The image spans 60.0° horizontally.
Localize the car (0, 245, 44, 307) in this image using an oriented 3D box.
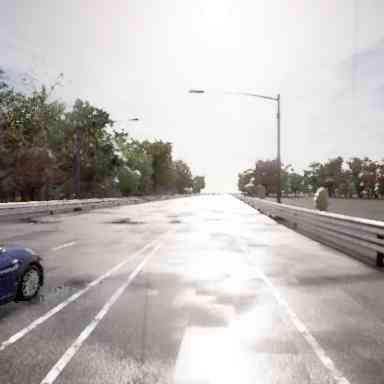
[{"bbox_3d":[-4.452,1.346,5.512,2.097,1.767,4.553,0,0,6],"label":"car"}]
